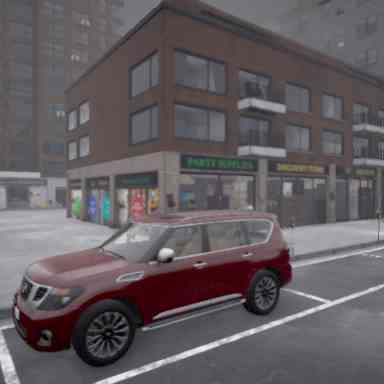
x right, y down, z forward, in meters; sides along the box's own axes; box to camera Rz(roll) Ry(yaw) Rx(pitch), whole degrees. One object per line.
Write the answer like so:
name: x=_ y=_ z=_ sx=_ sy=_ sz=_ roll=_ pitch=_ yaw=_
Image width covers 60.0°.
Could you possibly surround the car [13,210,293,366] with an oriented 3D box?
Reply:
car: x=-0.315 y=1.304 z=5.963 sx=5.009 sy=1.841 sz=2.192 roll=0 pitch=0 yaw=-35
